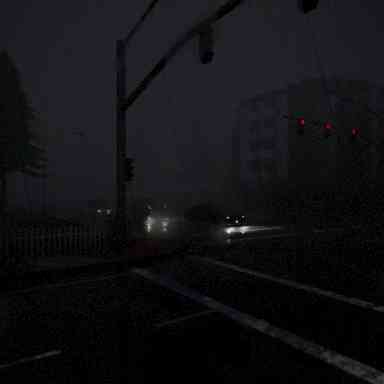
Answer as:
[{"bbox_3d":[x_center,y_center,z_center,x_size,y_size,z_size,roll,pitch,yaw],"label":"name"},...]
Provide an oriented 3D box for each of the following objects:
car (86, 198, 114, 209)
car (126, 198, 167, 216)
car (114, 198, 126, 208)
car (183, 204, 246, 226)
[{"bbox_3d":[-12.862,1.558,45.170,2.033,1.411,5.357,0,0,-34],"label":"car"},{"bbox_3d":[-4.209,1.356,32.197,2.097,1.767,4.553,0,0,-34],"label":"car"},{"bbox_3d":[-9.352,1.553,46.405,2.033,1.411,5.357,0,0,-34],"label":"car"},{"bbox_3d":[1.422,1.552,23.842,2.033,1.411,5.357,0,0,-34],"label":"car"}]
